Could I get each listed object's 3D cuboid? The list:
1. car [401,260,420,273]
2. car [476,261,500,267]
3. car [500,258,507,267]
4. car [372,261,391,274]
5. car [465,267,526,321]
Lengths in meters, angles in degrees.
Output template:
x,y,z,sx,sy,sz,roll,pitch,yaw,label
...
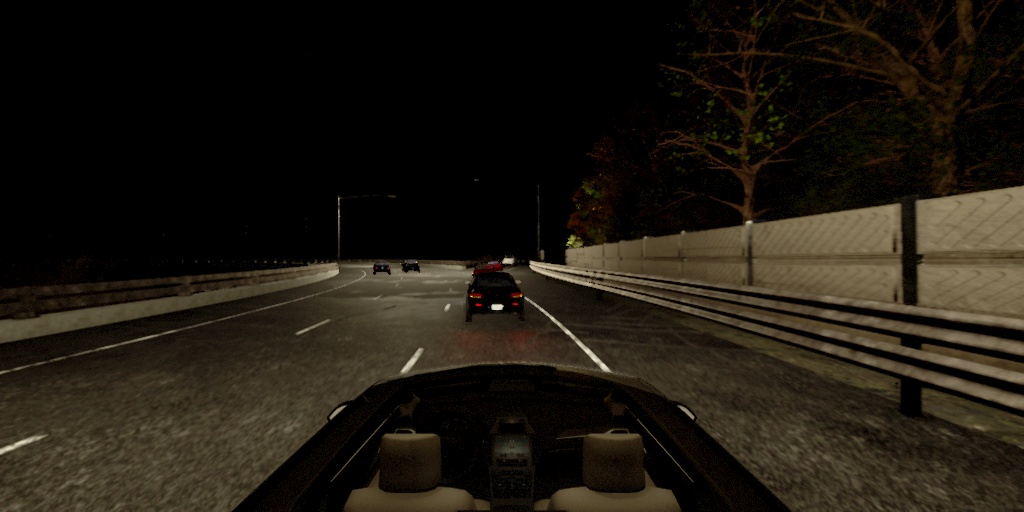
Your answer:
x,y,z,sx,sy,sz,roll,pitch,yaw,label
-12.696,1.253,44.744,2.128,1.511,4.902,0,0,-23,car
-2.239,1.336,30.314,1.895,1.301,4.718,0,0,-3,car
-2.148,1.285,46.379,1.994,1.385,4.181,0,0,2,car
-14.782,1.319,40.716,2.033,1.411,5.357,0,0,-22,car
-0.643,1.269,12.362,1.812,1.442,4.674,0,0,-6,car
